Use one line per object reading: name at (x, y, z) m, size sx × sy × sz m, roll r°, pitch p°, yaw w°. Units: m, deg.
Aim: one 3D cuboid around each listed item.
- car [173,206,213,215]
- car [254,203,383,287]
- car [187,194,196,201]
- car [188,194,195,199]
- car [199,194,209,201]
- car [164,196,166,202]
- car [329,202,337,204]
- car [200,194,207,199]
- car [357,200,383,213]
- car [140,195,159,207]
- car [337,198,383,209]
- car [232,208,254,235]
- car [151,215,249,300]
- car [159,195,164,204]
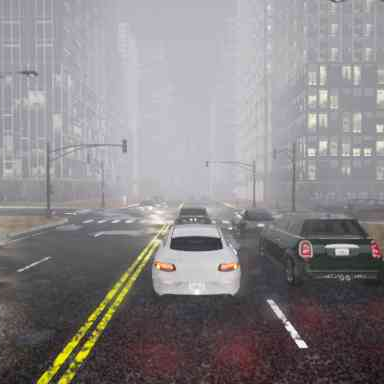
car at (0.059, 1.492, 17.477) m, size 1.837 × 1.490 × 4.892 m, roll 0°, pitch 0°, yaw 0°
car at (3.329, 1.346, 9.504) m, size 2.097 × 1.767 × 4.553 m, roll 0°, pitch 0°, yaw 0°
car at (-0.189, 1.403, 80.393) m, size 1.837 × 1.490 × 4.892 m, roll 0°, pitch 0°, yaw 0°
car at (-0.215, 1.203, 90.810) m, size 1.882 × 1.535 × 5.008 m, roll 0°, pitch 0°, yaw 0°
car at (3.061, 1.381, 80.400) m, size 1.882 × 1.535 × 5.008 m, roll 0°, pitch 0°, yaw 0°
car at (-6.670, 1.404, 71.520) m, size 1.882 × 1.535 × 5.008 m, roll 0°, pitch 0°, yaw 0°
car at (15.072, 1.696, 35.427) m, size 4.718 × 1.301 × 1.895 m, roll 0°, pitch 1°, yaw 0°
car at (3.036, 1.250, 90.817) m, size 1.812 × 1.442 × 4.674 m, roll 0°, pitch 0°, yaw 0°
car at (21.721, 1.636, 37.941) m, size 4.829 × 1.417 × 1.752 m, roll 1°, pitch 0°, yaw 1°
car at (-6.710, 1.519, 50.821) m, size 1.994 × 1.385 × 4.181 m, roll 0°, pitch 0°, yaw 0°
car at (16.132, 1.514, 29.641) m, size 5.009 × 1.841 × 2.192 m, roll 1°, pitch 0°, yaw 1°
car at (3.307, 1.551, 17.890) m, size 1.994 × 1.385 × 4.181 m, roll 0°, pitch 0°, yaw 0°
car at (0.083, 1.521, 8.228) m, size 1.812 × 1.442 × 4.674 m, roll 0°, pitch 0°, yaw 0°
car at (-6.712, 1.419, 61.145) m, size 1.882 × 1.535 × 5.008 m, roll 0°, pitch 0°, yaw 1°
